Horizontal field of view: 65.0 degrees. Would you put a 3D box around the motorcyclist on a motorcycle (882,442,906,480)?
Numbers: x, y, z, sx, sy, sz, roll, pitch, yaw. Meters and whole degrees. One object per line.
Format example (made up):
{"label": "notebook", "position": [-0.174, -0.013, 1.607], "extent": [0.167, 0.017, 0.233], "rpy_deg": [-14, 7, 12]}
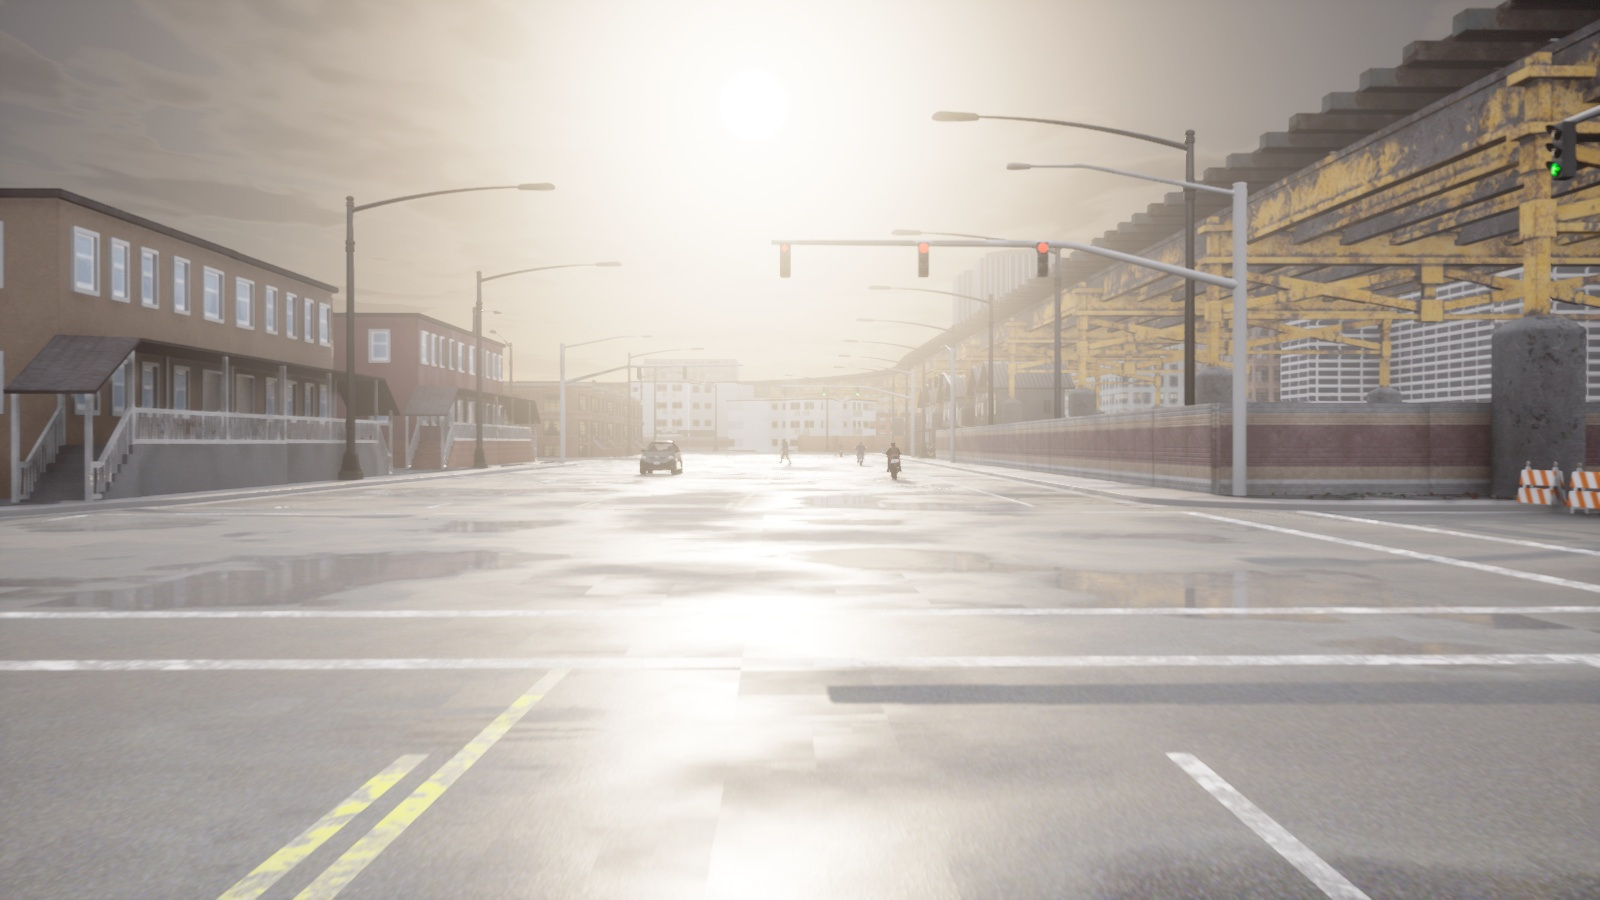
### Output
{"label": "motorcyclist on a motorcycle", "position": [3.812, 0.444, 51.074], "extent": [0.797, 1.523, 2.044], "rpy_deg": [0, 0, 0]}

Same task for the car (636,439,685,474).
{"label": "car", "position": [-6.636, 0.301, 60.041], "extent": [1.851, 1.617, 3.988], "rpy_deg": [0, 0, 0]}
